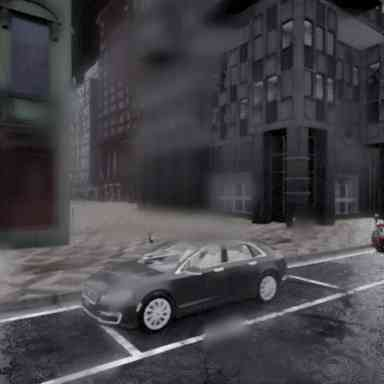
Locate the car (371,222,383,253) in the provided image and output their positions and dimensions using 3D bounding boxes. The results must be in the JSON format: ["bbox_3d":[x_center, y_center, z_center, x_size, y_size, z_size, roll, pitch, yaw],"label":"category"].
[{"bbox_3d":[9.193,1.457,13.213,5.009,1.841,2.192,1,-1,-36],"label":"car"}]

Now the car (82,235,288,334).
[{"bbox_3d":[0.071,1.587,6.703,4.403,1.369,2.008,1,-1,-36],"label":"car"}]
